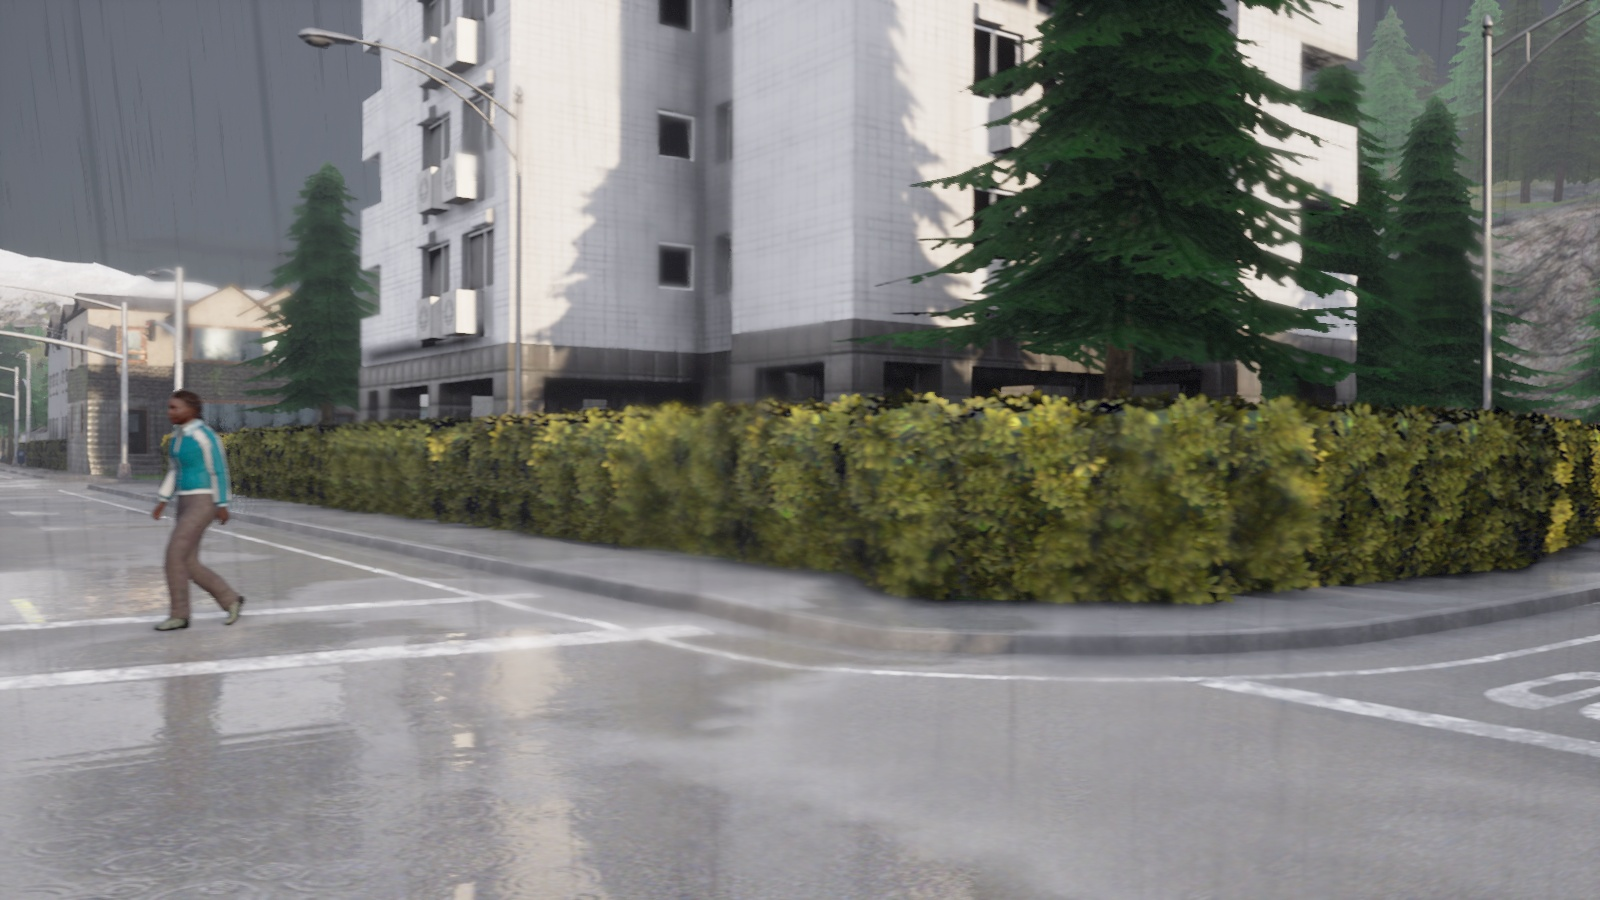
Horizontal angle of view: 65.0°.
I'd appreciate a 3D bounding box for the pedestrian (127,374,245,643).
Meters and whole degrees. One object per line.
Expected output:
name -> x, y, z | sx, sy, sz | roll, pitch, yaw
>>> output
pedestrian -> -4.592, 0.422, 9.408 | 0.396, 1.930, 0.692 | 0, 0, 40
